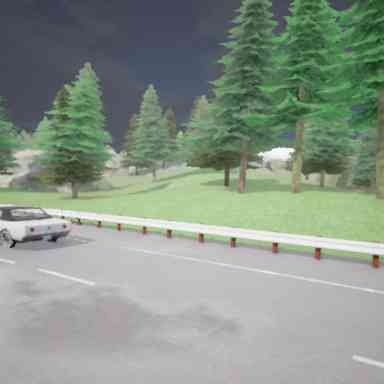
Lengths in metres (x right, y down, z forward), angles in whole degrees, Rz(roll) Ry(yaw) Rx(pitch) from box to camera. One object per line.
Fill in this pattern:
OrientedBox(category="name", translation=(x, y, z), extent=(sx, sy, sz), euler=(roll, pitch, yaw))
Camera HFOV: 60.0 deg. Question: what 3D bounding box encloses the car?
OrientedBox(category="car", translation=(-6.761, 1.176, 12.374), extent=(4.718, 1.301, 1.895), euler=(2, 1, 32))
